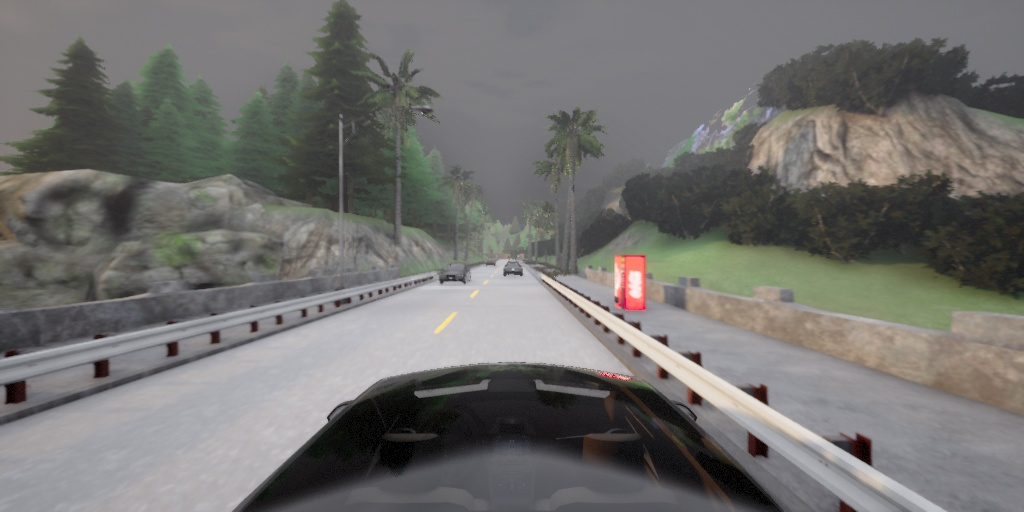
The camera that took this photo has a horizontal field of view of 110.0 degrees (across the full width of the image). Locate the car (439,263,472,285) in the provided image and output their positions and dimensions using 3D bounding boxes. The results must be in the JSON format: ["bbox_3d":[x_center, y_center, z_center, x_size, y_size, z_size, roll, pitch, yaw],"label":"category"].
[{"bbox_3d":[-4.080,1.254,26.296,1.837,1.490,4.892,0,-1,0],"label":"car"}]

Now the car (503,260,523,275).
[{"bbox_3d":[0.114,1.308,37.905,1.994,1.385,4.181,0,0,0],"label":"car"}]

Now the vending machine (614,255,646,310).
[{"bbox_3d":[4.304,0.944,13.098,1.100,2.100,0.880,0,0,0],"label":"vending machine"}]
